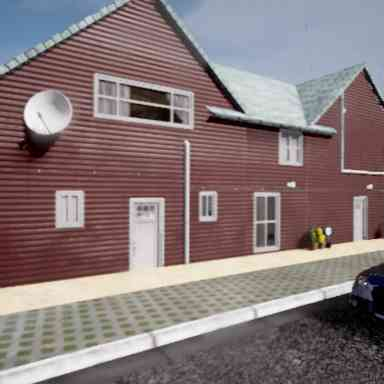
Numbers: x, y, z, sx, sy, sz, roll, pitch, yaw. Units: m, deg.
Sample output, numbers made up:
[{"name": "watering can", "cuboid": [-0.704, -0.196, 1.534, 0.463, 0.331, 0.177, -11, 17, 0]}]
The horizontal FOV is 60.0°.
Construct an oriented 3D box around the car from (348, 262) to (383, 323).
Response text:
[{"name": "car", "cuboid": [4.826, 1.587, 6.115, 4.181, 1.385, 1.994, 0, 0, -32]}]
